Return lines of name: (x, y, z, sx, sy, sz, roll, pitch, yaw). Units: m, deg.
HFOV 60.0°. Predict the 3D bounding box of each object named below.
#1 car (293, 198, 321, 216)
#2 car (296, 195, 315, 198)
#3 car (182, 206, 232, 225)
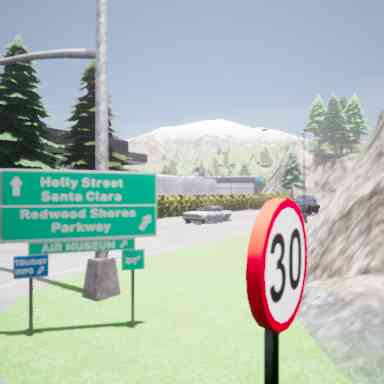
car: (12.167, 1.673, 35.203, 2.128, 1.511, 4.902, 0, 0, 36)
car: (15.498, 1.402, 45.969, 2.150, 2.045, 5.566, 0, 0, 36)
car: (1.261, 1.778, 26.428, 1.895, 1.301, 4.718, 0, 0, 36)
